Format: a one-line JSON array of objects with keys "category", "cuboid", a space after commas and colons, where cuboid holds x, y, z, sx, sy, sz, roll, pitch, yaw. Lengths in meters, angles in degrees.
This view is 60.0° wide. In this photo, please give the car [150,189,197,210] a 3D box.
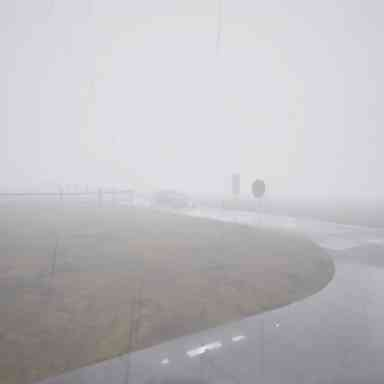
[{"category": "car", "cuboid": [-1.515, 0.552, 26.156, 2.128, 1.511, 4.902, 1, 2, -36]}]

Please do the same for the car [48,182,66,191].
[{"category": "car", "cuboid": [-22.792, -0.996, 55.946, 2.033, 1.411, 5.357, 1, 2, -36]}]
